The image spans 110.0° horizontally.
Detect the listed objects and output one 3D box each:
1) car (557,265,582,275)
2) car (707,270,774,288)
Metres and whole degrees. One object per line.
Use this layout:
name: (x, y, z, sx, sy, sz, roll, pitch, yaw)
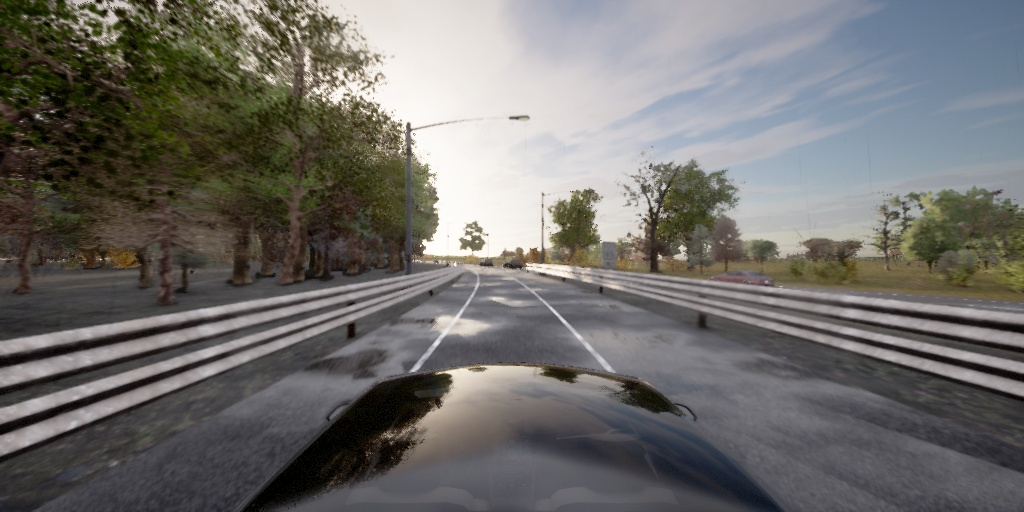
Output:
car: (7.850, 1.862, 48.453, 1.895, 1.301, 4.718, 0, 0, -21)
car: (16.410, 1.711, 25.964, 1.994, 1.385, 4.181, 0, 0, -21)
